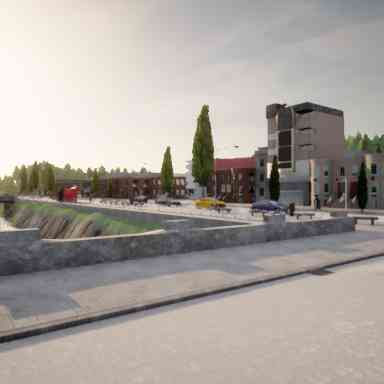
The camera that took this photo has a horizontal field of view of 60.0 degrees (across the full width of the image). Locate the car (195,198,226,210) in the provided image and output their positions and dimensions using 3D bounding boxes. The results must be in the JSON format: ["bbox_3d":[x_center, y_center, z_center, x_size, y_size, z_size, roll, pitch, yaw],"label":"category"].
[{"bbox_3d":[2.320,1.473,42.931,1.882,1.535,5.008,0,0,-35],"label":"car"}]

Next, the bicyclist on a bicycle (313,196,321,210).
[{"bbox_3d":[14.931,1.342,39.684,1.656,1.620,0.582,0,0,-35],"label":"bicyclist on a bicycle"}]

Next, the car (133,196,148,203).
[{"bbox_3d":[-10.772,1.520,68.555,1.812,1.442,4.674,0,0,-36],"label":"car"}]

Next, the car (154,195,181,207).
[{"bbox_3d":[-3.797,1.543,51.567,2.033,1.411,5.357,0,0,-35],"label":"car"}]

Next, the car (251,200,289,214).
[{"bbox_3d":[8.197,1.521,34.697,1.812,1.442,4.674,0,0,-36],"label":"car"}]

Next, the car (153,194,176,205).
[{"bbox_3d":[-5.044,1.346,60.515,2.097,1.767,4.553,0,0,-36],"label":"car"}]
